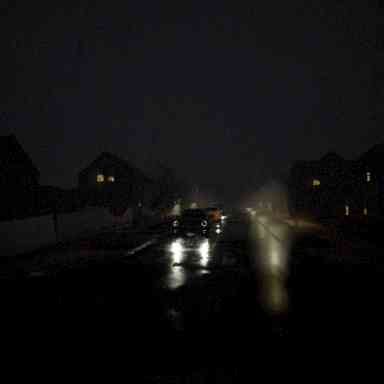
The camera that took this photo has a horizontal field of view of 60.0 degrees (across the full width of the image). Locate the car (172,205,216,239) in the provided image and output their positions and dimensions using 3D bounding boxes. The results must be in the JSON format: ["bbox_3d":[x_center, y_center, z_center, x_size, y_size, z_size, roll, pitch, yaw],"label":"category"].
[{"bbox_3d":[0.143,1.795,20.371,2.097,1.767,4.553,-1,-1,7],"label":"car"}]

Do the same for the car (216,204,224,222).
[{"bbox_3d":[1.941,2.199,34.010,1.882,1.535,5.008,-1,-2,7],"label":"car"}]
